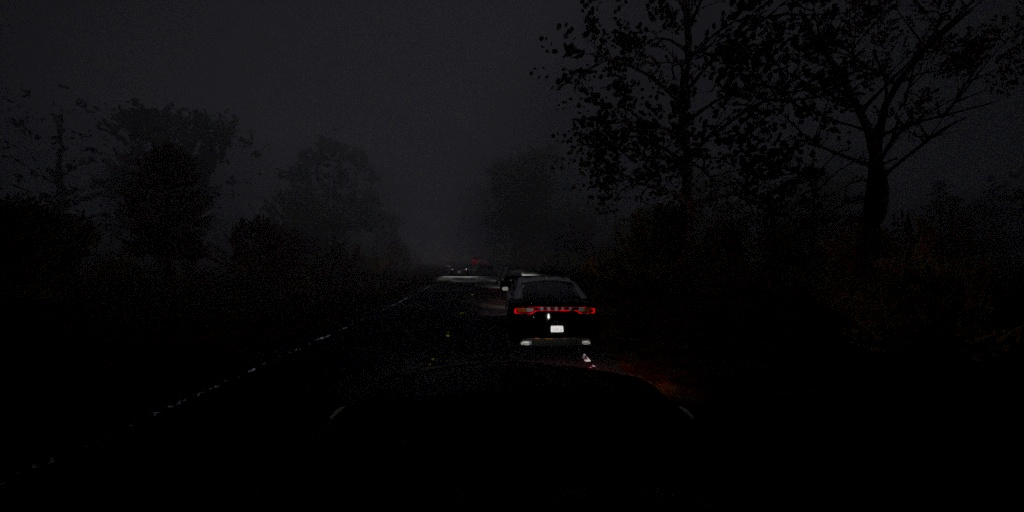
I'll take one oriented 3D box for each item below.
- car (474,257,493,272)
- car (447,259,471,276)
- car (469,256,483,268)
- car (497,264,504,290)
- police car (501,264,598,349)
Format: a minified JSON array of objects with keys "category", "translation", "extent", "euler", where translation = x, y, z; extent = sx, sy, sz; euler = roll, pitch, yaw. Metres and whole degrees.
[{"category":"car","translation":[-3.581,1.223,47.117],"extent":[1.882,1.535,5.008],"euler":[0,0,-9]},{"category":"car","translation":[-5.409,1.273,37.046],"extent":[1.812,1.442,4.674],"euler":[0,0,-7]},{"category":"car","translation":[-5.994,0.965,60.674],"extent":[2.150,2.045,5.566],"euler":[0,0,-12]},{"category":"car","translation":[0.312,1.275,19.311],"extent":[1.812,1.442,4.674],"euler":[0,0,-4]},{"category":"police car","translation":[0.774,1.175,9.352],"extent":[1.930,1.638,5.238],"euler":[0,0,-2]}]
